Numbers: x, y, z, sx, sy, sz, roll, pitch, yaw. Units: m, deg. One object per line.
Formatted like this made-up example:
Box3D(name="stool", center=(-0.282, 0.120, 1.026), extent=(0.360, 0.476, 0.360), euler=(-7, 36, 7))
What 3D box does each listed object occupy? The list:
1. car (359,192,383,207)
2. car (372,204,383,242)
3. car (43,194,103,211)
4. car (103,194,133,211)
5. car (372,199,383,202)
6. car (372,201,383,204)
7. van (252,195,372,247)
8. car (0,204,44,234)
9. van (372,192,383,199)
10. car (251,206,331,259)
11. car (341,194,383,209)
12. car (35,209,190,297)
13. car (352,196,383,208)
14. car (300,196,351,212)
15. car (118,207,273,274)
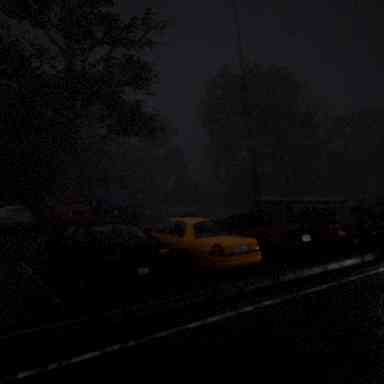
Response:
Box3D(name="car", center=(26.041, 0.968, 45.193), extent=(2.435, 2.045, 5.566), euler=(0, 0, -36))
Box3D(name="car", center=(6.725, 1.419, 15.243), extent=(2.163, 1.488, 4.792), euler=(0, 0, -36))
Box3D(name="car", center=(-7.905, 1.183, 20.864), extent=(2.435, 2.045, 5.566), euler=(0, 0, -36))
Box3D(name="car", center=(-5.740, 1.170, 22.412), extent=(2.435, 2.045, 5.566), euler=(0, 0, -36))
Box3D(name="car", center=(11.273, 1.360, 18.521), extent=(2.097, 1.535, 5.008), euler=(0, 0, -36))
Box3D(name="car", center=(9.006, 1.404, 16.872), extent=(2.163, 1.488, 4.792), euler=(0, 0, -36))
Box3D(name="van", center=(4.494, 1.178, 13.541), extent=(1.878, 1.987, 4.442), euler=(0, 0, -36))
Box3D(name="car", center=(-10.285, 1.492, 19.196), extent=(2.002, 1.452, 4.674), euler=(0, 0, -36))
Box3D(name="van", center=(13.617, 1.120, 20.060), extent=(1.878, 1.987, 4.442), euler=(0, 0, -36))
Box3D(name="car", center=(2.130, 1.448, 12.030), extent=(2.163, 1.488, 4.792), euler=(0, 0, -36))
Box3D(name="car", center=(21.523, 1.122, 41.967), extent=(2.185, 1.767, 4.553), euler=(0, 0, -36))
Box3D(name="car", center=(-2.409, 1.448, 8.745), extent=(2.097, 1.535, 5.008), euler=(0, 0, -36))
Box3D(name="car", center=(23.818, 1.263, 43.533), extent=(2.163, 1.488, 4.792), euler=(0, 0, -36))
Box3D(name="car", center=(14.763, 1.292, 37.105), extent=(2.231, 1.521, 4.892), euler=(0, 0, -36))
Box3D(name="car", center=(-0.242, 1.430, 10.528), extent=(1.946, 1.575, 5.366), euler=(0, 0, -36))
